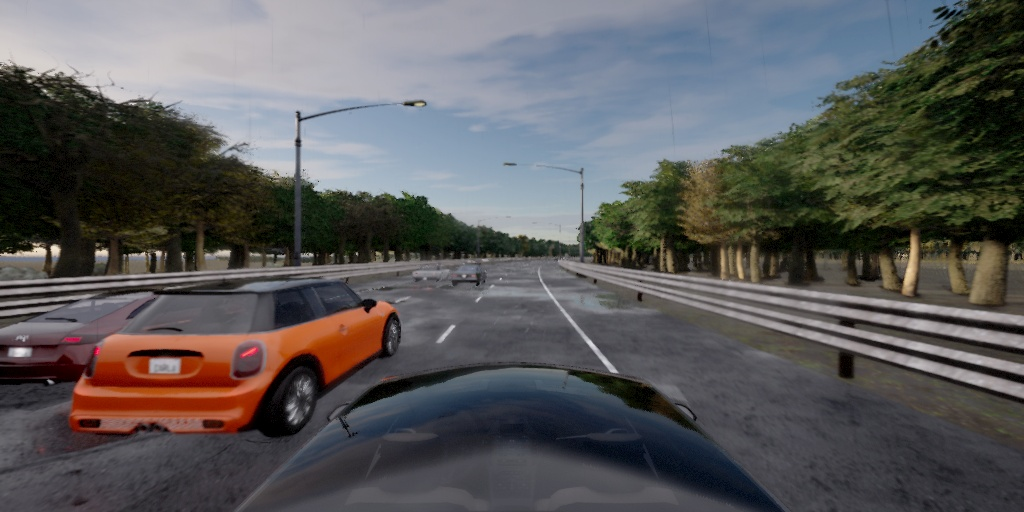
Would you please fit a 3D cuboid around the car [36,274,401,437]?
[{"bbox_3d":[-3.378,1.103,5.641,2.097,1.767,4.553,0,0,1],"label":"car"}]

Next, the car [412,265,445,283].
[{"bbox_3d":[-6.272,1.371,28.443,1.895,1.301,4.718,0,0,3],"label":"car"}]

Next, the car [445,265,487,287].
[{"bbox_3d":[-2.913,1.319,25.082,2.033,1.411,5.357,0,0,2],"label":"car"}]

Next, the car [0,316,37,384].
[{"bbox_3d":[-6.860,1.314,7.029,1.994,1.385,4.181,0,0,1],"label":"car"}]
